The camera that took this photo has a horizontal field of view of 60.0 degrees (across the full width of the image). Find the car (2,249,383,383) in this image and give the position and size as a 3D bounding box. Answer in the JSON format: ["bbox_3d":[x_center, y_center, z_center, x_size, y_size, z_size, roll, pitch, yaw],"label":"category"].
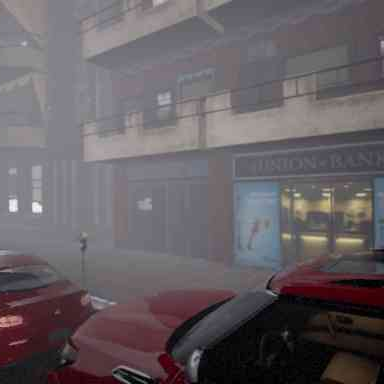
[{"bbox_3d":[1.222,1.315,2.025,5.009,1.841,2.192,0,-1,36],"label":"car"}]

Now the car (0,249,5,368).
[{"bbox_3d":[-3.291,1.578,5.238,4.206,1.307,1.802,0,-1,36],"label":"car"}]
